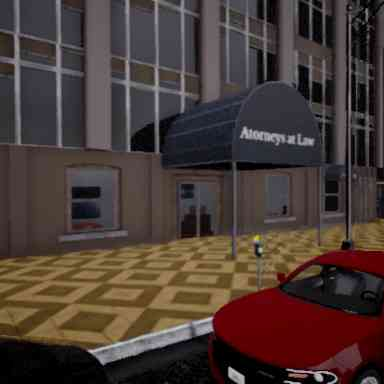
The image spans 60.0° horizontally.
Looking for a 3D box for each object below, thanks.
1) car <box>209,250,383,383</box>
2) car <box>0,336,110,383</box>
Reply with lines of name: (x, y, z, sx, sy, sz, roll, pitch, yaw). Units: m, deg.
car: (2.273, 1.523, 4.464, 4.507, 1.381, 1.887, 0, 0, -35)
car: (-2.398, 1.543, 1.226, 4.313, 1.339, 1.947, 0, 0, -35)
